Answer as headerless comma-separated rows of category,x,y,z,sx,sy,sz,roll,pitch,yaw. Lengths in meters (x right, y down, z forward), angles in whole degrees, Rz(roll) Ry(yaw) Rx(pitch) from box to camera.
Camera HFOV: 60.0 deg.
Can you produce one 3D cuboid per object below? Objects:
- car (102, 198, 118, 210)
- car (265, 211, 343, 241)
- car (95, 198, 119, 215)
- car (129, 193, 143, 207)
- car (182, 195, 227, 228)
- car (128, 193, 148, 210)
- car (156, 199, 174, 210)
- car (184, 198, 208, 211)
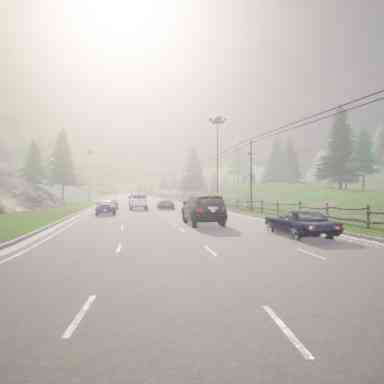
car,-10.576,1.525,43.237,1.812,1.442,4.674,0,0,-11
car,5.380,1.601,16.773,1.895,1.301,4.718,0,0,-10
car,-8.554,1.525,33.224,1.812,1.442,4.674,0,0,-11
car,-8.990,1.221,53.059,2.150,2.045,5.566,0,0,-11
car,0.728,1.222,22.518,2.150,2.045,5.566,0,0,-11
car,-6.862,1.221,42.542,2.150,2.045,5.566,0,0,-11
car,-3.529,1.561,43.710,1.994,1.385,4.181,0,0,-12
car,0.395,1.546,41.957,2.033,1.411,5.357,0,0,-11
